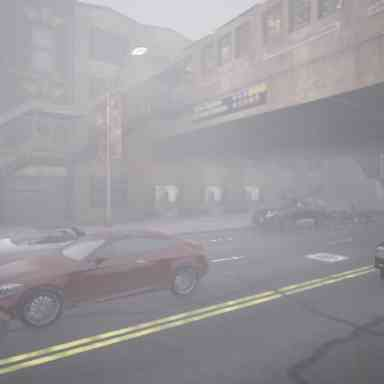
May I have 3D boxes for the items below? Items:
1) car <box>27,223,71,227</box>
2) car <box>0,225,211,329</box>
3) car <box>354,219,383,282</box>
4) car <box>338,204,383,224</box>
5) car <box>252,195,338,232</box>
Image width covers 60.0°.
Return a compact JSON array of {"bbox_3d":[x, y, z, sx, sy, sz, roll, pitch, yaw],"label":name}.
[{"bbox_3d":[-4.414,1.601,9.441,4.718,1.301,1.895,0,0,-35],"label":"car"},{"bbox_3d":[-1.706,1.526,7.057,4.674,1.442,1.812,0,0,-36],"label":"car"},{"bbox_3d":[6.474,1.492,8.363,4.902,1.511,2.128,0,0,-35],"label":"car"},{"bbox_3d":[12.215,1.597,24.973,4.718,1.301,1.895,0,0,-36],"label":"car"},{"bbox_3d":[6.217,1.230,20.645,5.566,2.045,2.435,0,0,-36],"label":"car"}]
